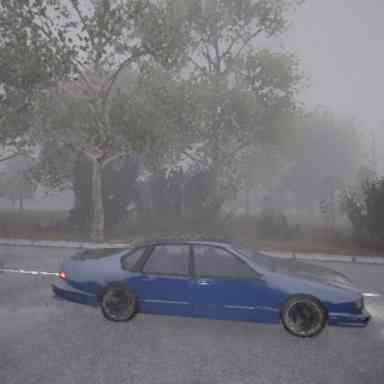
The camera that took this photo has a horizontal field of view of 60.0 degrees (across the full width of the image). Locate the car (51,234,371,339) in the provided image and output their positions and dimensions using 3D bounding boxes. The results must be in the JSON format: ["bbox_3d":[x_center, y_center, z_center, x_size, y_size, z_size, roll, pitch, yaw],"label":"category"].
[{"bbox_3d":[0.224,1.538,6.234,5.357,1.411,2.033,1,0,9],"label":"car"}]
